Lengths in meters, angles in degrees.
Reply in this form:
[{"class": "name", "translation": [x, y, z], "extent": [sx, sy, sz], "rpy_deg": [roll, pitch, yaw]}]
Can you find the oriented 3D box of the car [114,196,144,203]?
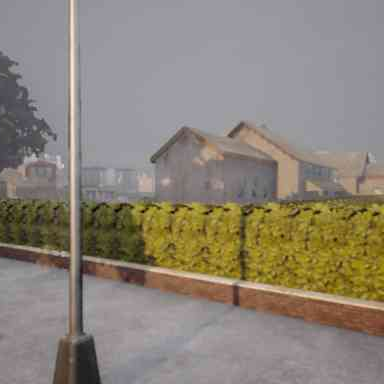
[{"class": "car", "translation": [-8.143, 1.519, 41.545], "extent": [2.150, 2.045, 5.566], "rpy_deg": [-1, 0, 36]}]
